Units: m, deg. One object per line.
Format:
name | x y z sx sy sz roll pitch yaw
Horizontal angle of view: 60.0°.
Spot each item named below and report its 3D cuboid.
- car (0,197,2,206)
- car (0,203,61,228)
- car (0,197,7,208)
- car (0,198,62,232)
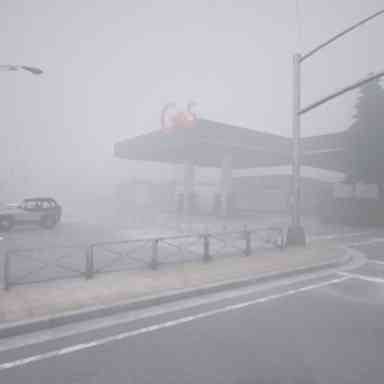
car | -33.320 1.568 53.615 4.514 1.523 2.007 1 0 -36
car | -11.424 1.591 23.301 3.806 1.475 1.970 1 0 -36
car | -31.447 1.559 51.097 5.027 1.636 2.152 1 0 -36
car | -9.979 1.301 20.245 3.866 1.878 1.905 1 0 -36
